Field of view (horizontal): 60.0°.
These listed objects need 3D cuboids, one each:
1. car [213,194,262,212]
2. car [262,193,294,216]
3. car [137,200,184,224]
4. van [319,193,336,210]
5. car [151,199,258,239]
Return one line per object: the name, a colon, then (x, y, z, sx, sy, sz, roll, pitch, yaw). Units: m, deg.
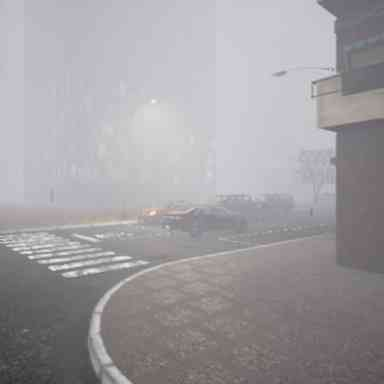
car: (2.700, 1.101, 25.573, 5.009, 1.841, 2.192, -1, 1, -40)
car: (6.999, 1.059, 29.234, 5.009, 1.841, 2.192, -1, 1, -40)
car: (-1.598, 1.269, 21.913, 4.097, 1.590, 1.967, -1, 1, -40)
van: (15.595, 0.996, 36.557, 3.998, 1.788, 1.690, -1, 1, -40)
car: (0.732, 1.334, 16.432, 4.902, 1.511, 2.128, -1, 0, -40)
